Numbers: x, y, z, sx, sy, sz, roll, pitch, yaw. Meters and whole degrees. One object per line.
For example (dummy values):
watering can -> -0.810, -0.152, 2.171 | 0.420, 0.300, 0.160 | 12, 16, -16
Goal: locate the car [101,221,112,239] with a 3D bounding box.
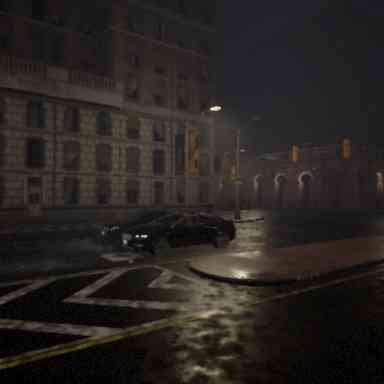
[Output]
car -> -2.140, 1.611, 16.505 | 4.674, 1.442, 1.812 | 1, 0, -35

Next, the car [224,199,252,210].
car -> 6.853, 1.898, 50.126 | 1.837, 1.490, 4.892 | 1, 0, -35

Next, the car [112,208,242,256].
car -> -0.402, 1.574, 13.448 | 4.902, 1.511, 2.128 | 1, 0, -35
